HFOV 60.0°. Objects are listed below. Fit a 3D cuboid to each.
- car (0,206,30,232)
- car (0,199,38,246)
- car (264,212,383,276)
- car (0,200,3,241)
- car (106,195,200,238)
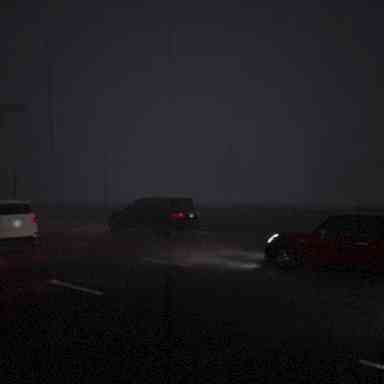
[{"bbox_3d":[-13.128,1.715,21.948,5.357,1.411,2.033,0,0,35],"label":"car"},{"bbox_3d":[-9.138,1.337,14.807,5.566,2.045,2.150,0,0,35],"label":"car"},{"bbox_3d":[4.387,1.365,9.461,4.553,1.767,2.097,-1,0,35],"label":"car"},{"bbox_3d":[-8.094,1.310,9.763,5.566,2.045,2.150,0,0,35],"label":"car"},{"bbox_3d":[-2.202,1.312,18.458,5.566,2.045,2.150,0,0,35],"label":"car"}]
